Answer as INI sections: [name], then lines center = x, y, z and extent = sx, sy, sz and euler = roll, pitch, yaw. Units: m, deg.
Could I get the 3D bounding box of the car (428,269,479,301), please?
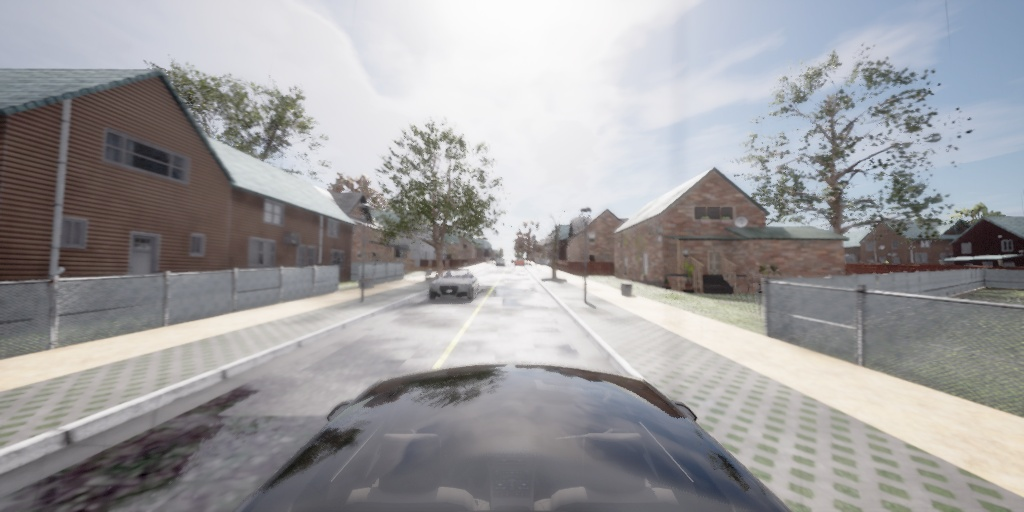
[car]
center = -2.723, 1.338, 17.558
extent = 1.994, 1.385, 4.181
euler = 1, 0, 1
